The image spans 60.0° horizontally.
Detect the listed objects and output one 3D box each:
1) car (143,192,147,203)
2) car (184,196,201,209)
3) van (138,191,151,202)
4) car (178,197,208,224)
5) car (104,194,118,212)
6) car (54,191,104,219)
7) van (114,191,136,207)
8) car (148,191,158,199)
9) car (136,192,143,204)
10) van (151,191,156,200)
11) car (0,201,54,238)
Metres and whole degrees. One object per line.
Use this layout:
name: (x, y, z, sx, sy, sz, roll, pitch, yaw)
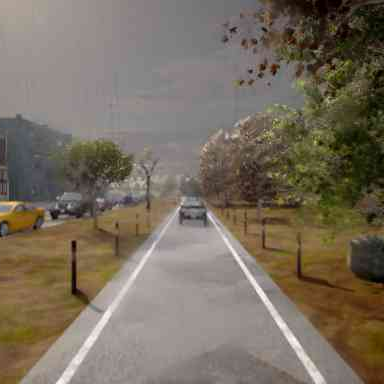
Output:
car: (-9.140, 1.112, 55.017, 2.163, 1.488, 4.792, 0, -1, -2)
car: (0.055, 1.275, 40.843, 1.994, 1.385, 4.181, 0, 0, 0)
van: (-9.157, 0.833, 61.528, 1.878, 1.987, 4.442, 0, -1, -3)
car: (0.075, 1.306, 23.271, 2.128, 1.511, 4.902, 0, 1, 0)
car: (-9.090, 1.221, 32.850, 2.002, 1.452, 4.674, 0, 0, 0)
car: (-9.074, 0.968, 26.104, 2.435, 2.045, 5.566, 0, 0, 1)
van: (-9.120, 0.918, 43.820, 1.878, 1.987, 4.442, 0, 0, 2)
car: (-10.489, 0.698, 88.251, 2.435, 2.045, 5.566, 1, -1, -9)
car: (-9.128, 1.102, 49.505, 2.231, 1.521, 4.892, 0, -1, -2)
van: (-9.333, 0.796, 71.478, 1.878, 1.987, 4.442, 0, -1, -2)
car: (-9.052, 1.230, 16.220, 2.097, 1.535, 5.008, 0, 0, 2)
